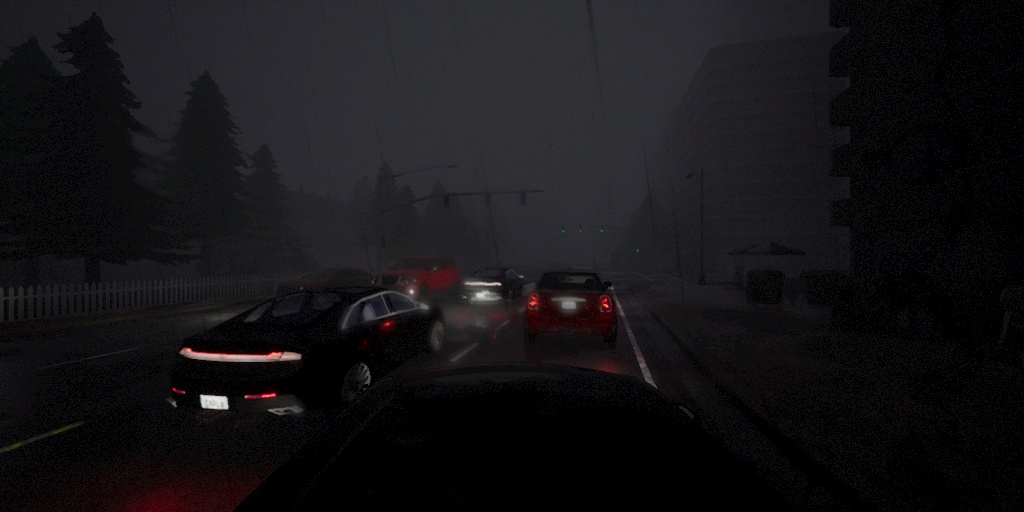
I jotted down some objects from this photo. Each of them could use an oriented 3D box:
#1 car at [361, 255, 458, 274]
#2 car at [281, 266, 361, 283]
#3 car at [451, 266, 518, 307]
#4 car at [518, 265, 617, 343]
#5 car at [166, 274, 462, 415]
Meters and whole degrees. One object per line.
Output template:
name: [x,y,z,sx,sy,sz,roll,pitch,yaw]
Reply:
car: [-4.194,0.977,16.722,2.150,2.045,5.566,0,0,14]
car: [-7.979,1.230,16.010,1.882,1.535,5.008,0,0,14]
car: [-0.628,1.245,15.668,2.128,1.511,4.902,0,0,13]
car: [1.685,1.103,9.967,2.097,1.767,4.553,0,0,12]
car: [-2.616,1.243,5.980,2.128,1.511,4.902,0,0,8]
